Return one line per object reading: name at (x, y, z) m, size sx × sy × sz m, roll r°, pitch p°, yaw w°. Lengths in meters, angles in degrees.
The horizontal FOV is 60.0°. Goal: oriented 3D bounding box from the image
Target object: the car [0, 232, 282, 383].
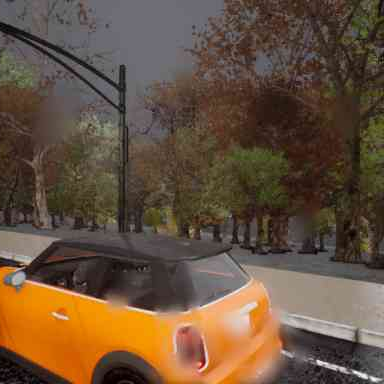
car at (-1.223, 1.351, 4.569) m, size 4.553 × 1.767 × 2.097 m, roll 0°, pitch 0°, yaw 36°
